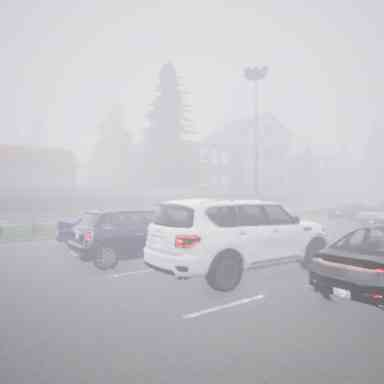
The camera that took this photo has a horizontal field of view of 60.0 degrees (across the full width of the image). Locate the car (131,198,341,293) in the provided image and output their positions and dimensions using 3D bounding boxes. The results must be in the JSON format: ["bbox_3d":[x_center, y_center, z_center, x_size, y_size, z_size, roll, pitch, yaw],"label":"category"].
[{"bbox_3d":[1.420,1.189,9.058,5.566,2.045,2.150,0,0,-35],"label":"car"}]

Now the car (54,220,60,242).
[{"bbox_3d":[-3.220,1.449,14.347,5.008,1.535,1.882,0,0,-35],"label":"car"}]

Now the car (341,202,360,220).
[{"bbox_3d":[12.254,1.436,25.381,4.181,1.385,1.994,0,0,-35],"label":"car"}]

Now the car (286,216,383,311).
[{"bbox_3d":[4.459,1.452,6.926,4.902,1.511,2.128,0,0,-35],"label":"car"}]

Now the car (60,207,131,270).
[{"bbox_3d":[-1.683,1.326,11.145,4.553,1.767,2.097,0,0,-35],"label":"car"}]

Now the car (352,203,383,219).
[{"bbox_3d":[12.628,1.483,21.347,4.718,1.301,1.895,0,0,-35],"label":"car"}]
